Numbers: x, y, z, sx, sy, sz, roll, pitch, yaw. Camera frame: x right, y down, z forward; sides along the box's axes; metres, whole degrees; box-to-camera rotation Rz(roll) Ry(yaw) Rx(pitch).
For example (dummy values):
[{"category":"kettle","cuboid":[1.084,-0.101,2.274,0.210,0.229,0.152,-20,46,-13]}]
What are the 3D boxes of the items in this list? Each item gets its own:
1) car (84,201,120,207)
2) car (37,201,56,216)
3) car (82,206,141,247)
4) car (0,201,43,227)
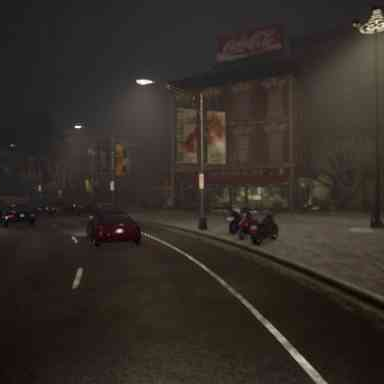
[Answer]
[{"category":"car","cuboid":[-7.177,1.570,27.906,1.895,1.301,4.718,-1,0,-34]},{"category":"car","cuboid":[-14.928,1.573,31.897,5.357,1.411,2.033,0,0,44]},{"category":"car","cuboid":[-3.689,1.548,15.264,1.994,1.385,4.181,0,0,-22]},{"category":"car","cuboid":[-12.414,1.578,23.523,2.033,1.411,5.357,-1,0,-36]}]
